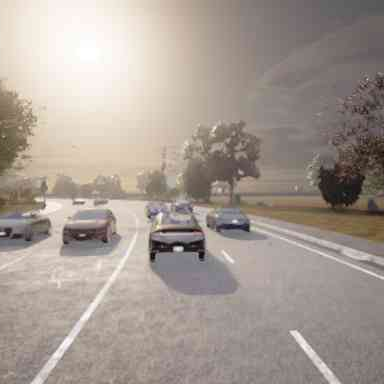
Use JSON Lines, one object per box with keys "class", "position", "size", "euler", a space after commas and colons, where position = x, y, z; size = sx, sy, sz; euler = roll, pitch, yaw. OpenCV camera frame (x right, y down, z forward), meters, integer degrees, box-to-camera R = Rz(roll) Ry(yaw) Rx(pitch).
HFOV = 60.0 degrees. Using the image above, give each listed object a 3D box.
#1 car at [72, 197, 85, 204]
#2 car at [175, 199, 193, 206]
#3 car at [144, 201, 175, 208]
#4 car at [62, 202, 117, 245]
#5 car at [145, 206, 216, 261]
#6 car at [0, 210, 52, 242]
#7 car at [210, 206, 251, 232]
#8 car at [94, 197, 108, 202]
{"class": "car", "position": [-19.323, 1.495, 56.661], "size": [2.033, 1.411, 5.357], "euler": [0, 0, -23]}
{"class": "car", "position": [-1.157, 1.493, 36.257], "size": [1.812, 1.442, 4.674], "euler": [0, 0, -14]}
{"class": "car", "position": [-3.174, 1.522, 29.611], "size": [2.033, 1.411, 5.357], "euler": [0, 0, -12]}
{"class": "car", "position": [-4.698, 1.467, 15.825], "size": [1.882, 1.535, 5.008], "euler": [0, 0, -7]}
{"class": "car", "position": [-0.622, 1.479, 12.314], "size": [2.128, 1.511, 4.902], "euler": [0, 0, -5]}
{"class": "car", "position": [-8.250, 1.557, 16.029], "size": [1.994, 1.385, 4.181], "euler": [0, 0, -7]}
{"class": "car", "position": [2.038, 1.542, 19.841], "size": [1.994, 1.385, 4.181], "euler": [0, 0, -7]}
{"class": "car", "position": [-15.448, 1.515, 56.425], "size": [1.994, 1.385, 4.181], "euler": [0, 0, -23]}
